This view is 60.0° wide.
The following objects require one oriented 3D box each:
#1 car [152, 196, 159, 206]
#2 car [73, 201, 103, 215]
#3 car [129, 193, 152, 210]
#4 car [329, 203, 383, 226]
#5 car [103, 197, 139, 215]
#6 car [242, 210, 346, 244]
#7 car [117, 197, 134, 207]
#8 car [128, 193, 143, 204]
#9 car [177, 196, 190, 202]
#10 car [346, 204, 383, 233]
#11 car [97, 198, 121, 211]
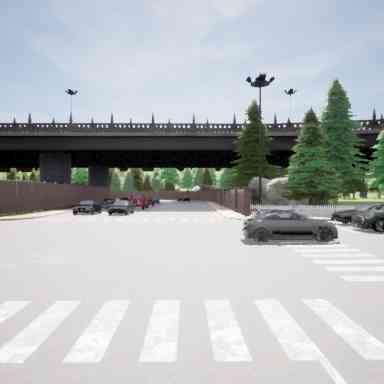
[{"bbox_3d":[-7.038,1.560,53.765,1.994,1.385,4.181,0,0,0],"label":"car"},{"bbox_3d":[-10.564,1.561,33.860,1.994,1.385,4.181,0,0,0],"label":"car"},{"bbox_3d":[-7.039,1.218,43.757,2.150,2.045,5.566,0,0,0],"label":"car"},{"bbox_3d":[12.238,1.490,22.206,5.357,1.411,2.033,0,0,2],"label":"car"},{"bbox_3d":[-7.038,1.545,33.583,2.033,1.411,5.357,0,0,0],"label":"car"},{"bbox_3d":[4.375,1.534,15.179,4.181,1.385,1.994,0,0,0],"label":"car"},{"bbox_3d":[-10.532,1.522,52.755,1.812,1.442,4.674,0,0,0],"label":"car"},{"bbox_3d":[-10.681,1.217,63.464,2.150,2.045,5.566,0,0,-3],"label":"car"},{"bbox_3d":[-1.897,1.547,75.220,1.994,1.385,4.181,0,0,-19],"label":"car"},{"bbox_3d":[11.484,1.295,18.691,4.553,1.767,2.097,0,0,2],"label":"car"},{"bbox_3d":[-10.538,1.522,42.575,1.812,1.442,4.674,0,0,0],"label":"car"}]
